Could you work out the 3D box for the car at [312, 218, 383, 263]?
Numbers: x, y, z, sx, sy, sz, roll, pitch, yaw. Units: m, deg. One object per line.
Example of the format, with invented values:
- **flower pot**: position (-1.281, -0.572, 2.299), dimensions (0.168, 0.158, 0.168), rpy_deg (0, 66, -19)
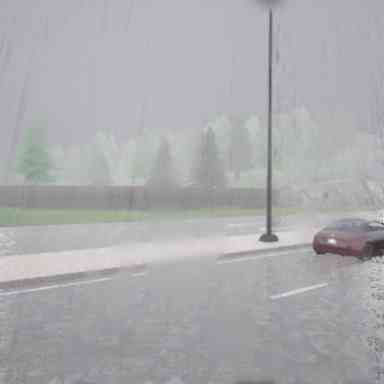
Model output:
- **car**: position (6.546, 1.714, 12.781), dimensions (4.181, 1.385, 1.994), rpy_deg (1, 0, -35)
